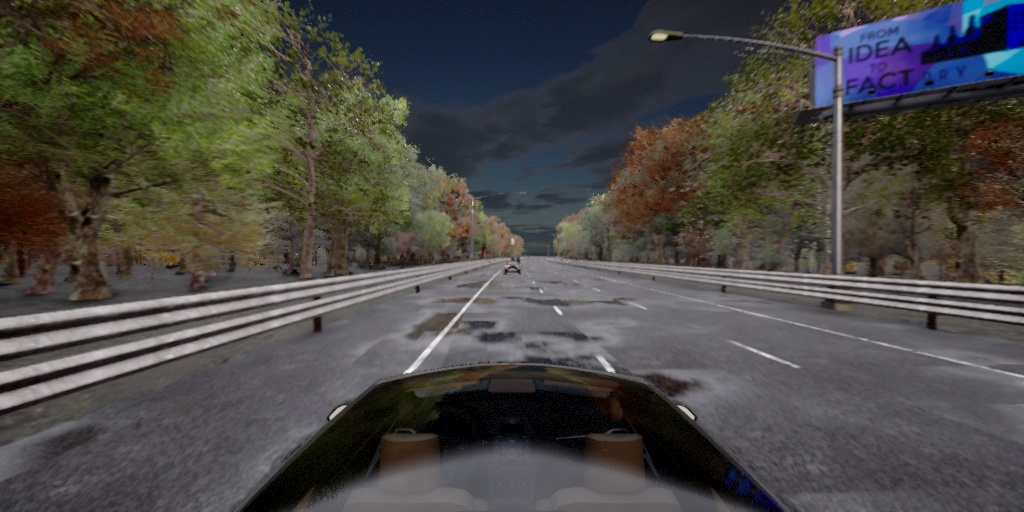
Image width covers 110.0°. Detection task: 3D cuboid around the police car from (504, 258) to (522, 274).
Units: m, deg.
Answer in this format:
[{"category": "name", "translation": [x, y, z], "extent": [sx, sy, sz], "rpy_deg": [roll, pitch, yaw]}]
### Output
[{"category": "police car", "translation": [0.101, 1.298, 41.649], "extent": [2.038, 1.542, 4.974], "rpy_deg": [0, 0, 1]}]
